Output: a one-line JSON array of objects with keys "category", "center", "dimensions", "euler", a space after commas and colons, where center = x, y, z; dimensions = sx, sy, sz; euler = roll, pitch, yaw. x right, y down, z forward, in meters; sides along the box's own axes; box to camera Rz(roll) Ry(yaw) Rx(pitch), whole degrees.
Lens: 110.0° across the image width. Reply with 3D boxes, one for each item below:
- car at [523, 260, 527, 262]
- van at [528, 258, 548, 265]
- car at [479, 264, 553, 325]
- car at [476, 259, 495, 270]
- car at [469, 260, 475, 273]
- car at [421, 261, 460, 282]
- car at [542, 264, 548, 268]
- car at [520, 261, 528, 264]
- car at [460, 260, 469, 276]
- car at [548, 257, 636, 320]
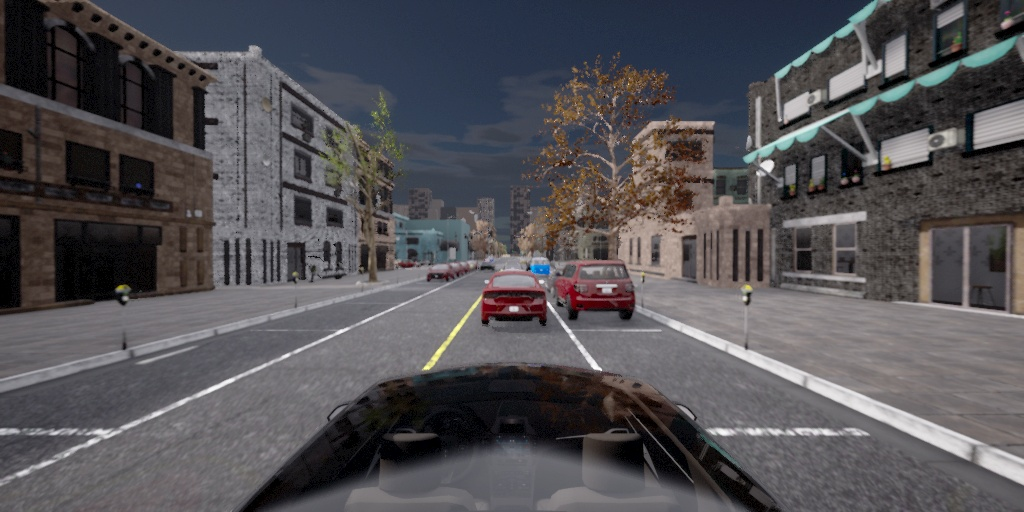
[{"category": "car", "center": [2.701, 1.294, 45.790], "dimensions": [1.948, 1.339, 4.313], "euler": [0, 0, 0]}, {"category": "van", "center": [2.699, 1.075, 34.702], "dimensions": [1.690, 1.789, 3.998], "euler": [0, 0, 0]}, {"category": "car", "center": [0.070, 1.223, 11.874], "dimensions": [1.882, 1.535, 5.008], "euler": [0, 0, 0]}, {"category": "car", "center": [-3.075, 1.330, 45.397], "dimensions": [1.895, 1.301, 4.718], "euler": [0, 0, 0]}, {"category": "car", "center": [-5.681, 1.277, 40.248], "dimensions": [1.888, 1.381, 4.507], "euler": [0, 0, 0]}, {"category": "car", "center": [-5.682, 1.282, 29.159], "dimensions": [1.888, 1.381, 4.507], "euler": [0, 0, 0]}, {"category": "car", "center": [2.696, 1.293, 18.070], "dimensions": [2.007, 1.370, 4.403], "euler": [0, 0, 0]}, {"category": "car", "center": [0.087, 1.338, 29.791], "dimensions": [1.895, 1.301, 4.718], "euler": [0, 0, 0]}, {"category": "car", "center": [-5.682, 1.279, 34.703], "dimensions": [1.888, 1.381, 4.507], "euler": [0, 0, 0]}, {"category": "car", "center": [2.695, 1.060, 12.525], "dimensions": [2.192, 1.841, 5.009], "euler": [0, 0, 0]}]
